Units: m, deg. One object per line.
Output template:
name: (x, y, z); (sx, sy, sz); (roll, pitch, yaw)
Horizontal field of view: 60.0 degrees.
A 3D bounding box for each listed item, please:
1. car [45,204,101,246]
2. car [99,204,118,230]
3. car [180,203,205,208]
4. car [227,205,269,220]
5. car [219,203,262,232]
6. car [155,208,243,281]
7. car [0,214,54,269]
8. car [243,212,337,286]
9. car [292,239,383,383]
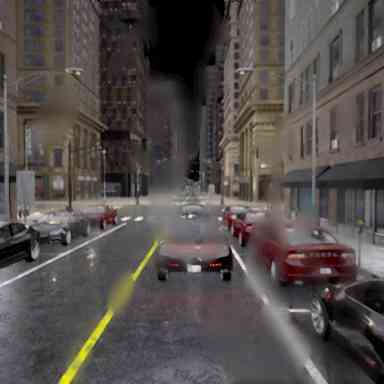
car: (-5.747, 1.464, 14.636); (2.008, 1.369, 4.403); (-1, 0, 0)
car: (-5.737, 1.426, 20.142); (1.887, 1.381, 4.507); (-1, 0, 0)
car: (0.034, 1.394, 18.755); (1.837, 1.490, 4.892); (0, 0, 0)
car: (2.778, 1.458, 14.622); (1.887, 1.381, 4.507); (-1, 0, 0)
car: (2.788, 1.426, 20.127); (1.887, 1.381, 4.507); (-1, 0, 0)
car: (0.070, 1.434, 9.650); (2.128, 1.511, 4.902); (0, 0, 1)
car: (-5.756, 1.511, 9.132); (1.947, 1.339, 4.313); (-1, 0, 0)
car: (2.769, 1.490, 9.116); (1.887, 1.381, 4.507); (-1, 0, 0)
car: (2.760, 1.544, 3.612); (1.947, 1.339, 4.313); (-1, 0, 0)
